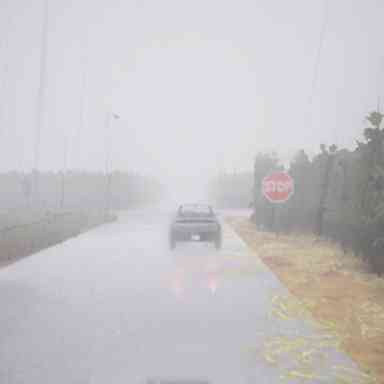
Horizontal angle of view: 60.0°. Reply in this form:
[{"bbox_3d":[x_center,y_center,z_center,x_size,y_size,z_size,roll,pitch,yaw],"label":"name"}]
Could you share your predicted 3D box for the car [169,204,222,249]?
[{"bbox_3d":[0.120,1.227,13.146,2.128,1.511,4.902,0,1,0],"label":"car"}]
